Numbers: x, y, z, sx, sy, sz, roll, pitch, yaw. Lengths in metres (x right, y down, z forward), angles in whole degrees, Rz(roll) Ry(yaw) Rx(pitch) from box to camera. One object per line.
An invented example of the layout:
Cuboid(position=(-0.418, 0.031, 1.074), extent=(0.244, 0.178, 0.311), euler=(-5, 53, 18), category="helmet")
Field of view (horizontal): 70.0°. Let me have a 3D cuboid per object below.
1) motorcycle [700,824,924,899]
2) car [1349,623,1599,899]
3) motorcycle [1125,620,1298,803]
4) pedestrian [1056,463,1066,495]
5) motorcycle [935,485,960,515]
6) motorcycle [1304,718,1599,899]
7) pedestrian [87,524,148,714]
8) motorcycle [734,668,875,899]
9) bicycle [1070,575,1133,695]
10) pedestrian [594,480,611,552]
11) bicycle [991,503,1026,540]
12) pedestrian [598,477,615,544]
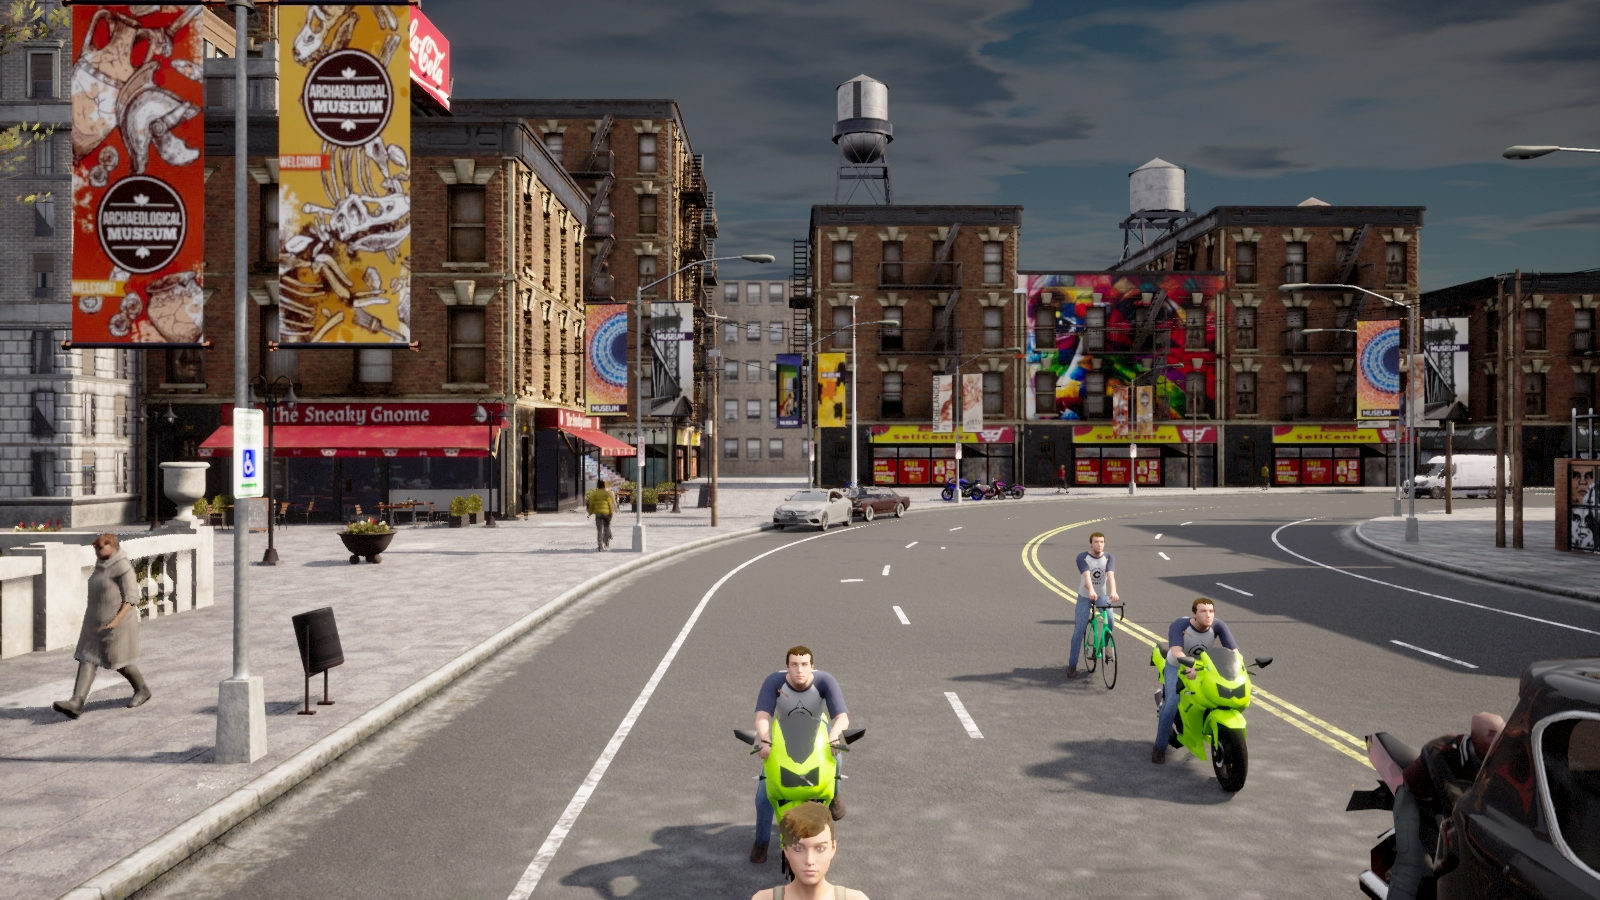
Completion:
Cuboid(position=(0.039, 2.172, 3.492), extent=(0.764, 1.277, 2.356), euler=(0, 0, 0), category="motorcycle")
Cuboid(position=(3.469, 1.783, 2.201), extent=(2.150, 2.045, 5.566), euler=(0, 0, 0), category="car")
Cuboid(position=(3.536, 2.217, 10.038), extent=(0.803, 1.145, 2.033), euler=(0, 0, 0), category="motorcycle")
Cuboid(position=(15.336, 1.724, 67.121), extent=(0.375, 1.860, 0.375), euler=(0, 0, -34), category="pedestrian")
Cuboid(position=(6.475, 2.202, 50.134), extent=(0.856, 1.236, 1.805), euler=(0, 0, 0), category="motorcycle")
Cuboid(position=(3.500, 2.235, 5.853), extent=(0.867, 1.251, 2.209), euler=(1, -2, 0), category="motorcycle")
Cuboid(position=(-6.951, 1.701, 11.643), extent=(0.375, 1.860, 0.375), euler=(0, 0, 20), category="pedestrian")
Cuboid(position=(0.030, 2.215, 7.575), extent=(0.803, 1.145, 2.033), euler=(0, 0, 0), category="motorcycle")
Cuboid(position=(3.650, 2.212, 13.929), extent=(0.373, 1.196, 1.643), euler=(0, 0, 1), category="bicycle")
Cuboid(position=(-5.161, 1.708, 29.832), extent=(0.375, 1.860, 0.375), euler=(0, 0, 3), category="pedestrian")
Cuboid(position=(6.656, 2.270, 36.596), extent=(0.859, 1.080, 1.487), euler=(0, 0, 0), category="bicycle")
Cuboid(position=(-5.501, 1.711, 32.467), extent=(0.375, 1.860, 0.375), euler=(0, 0, 6), category="pedestrian")
